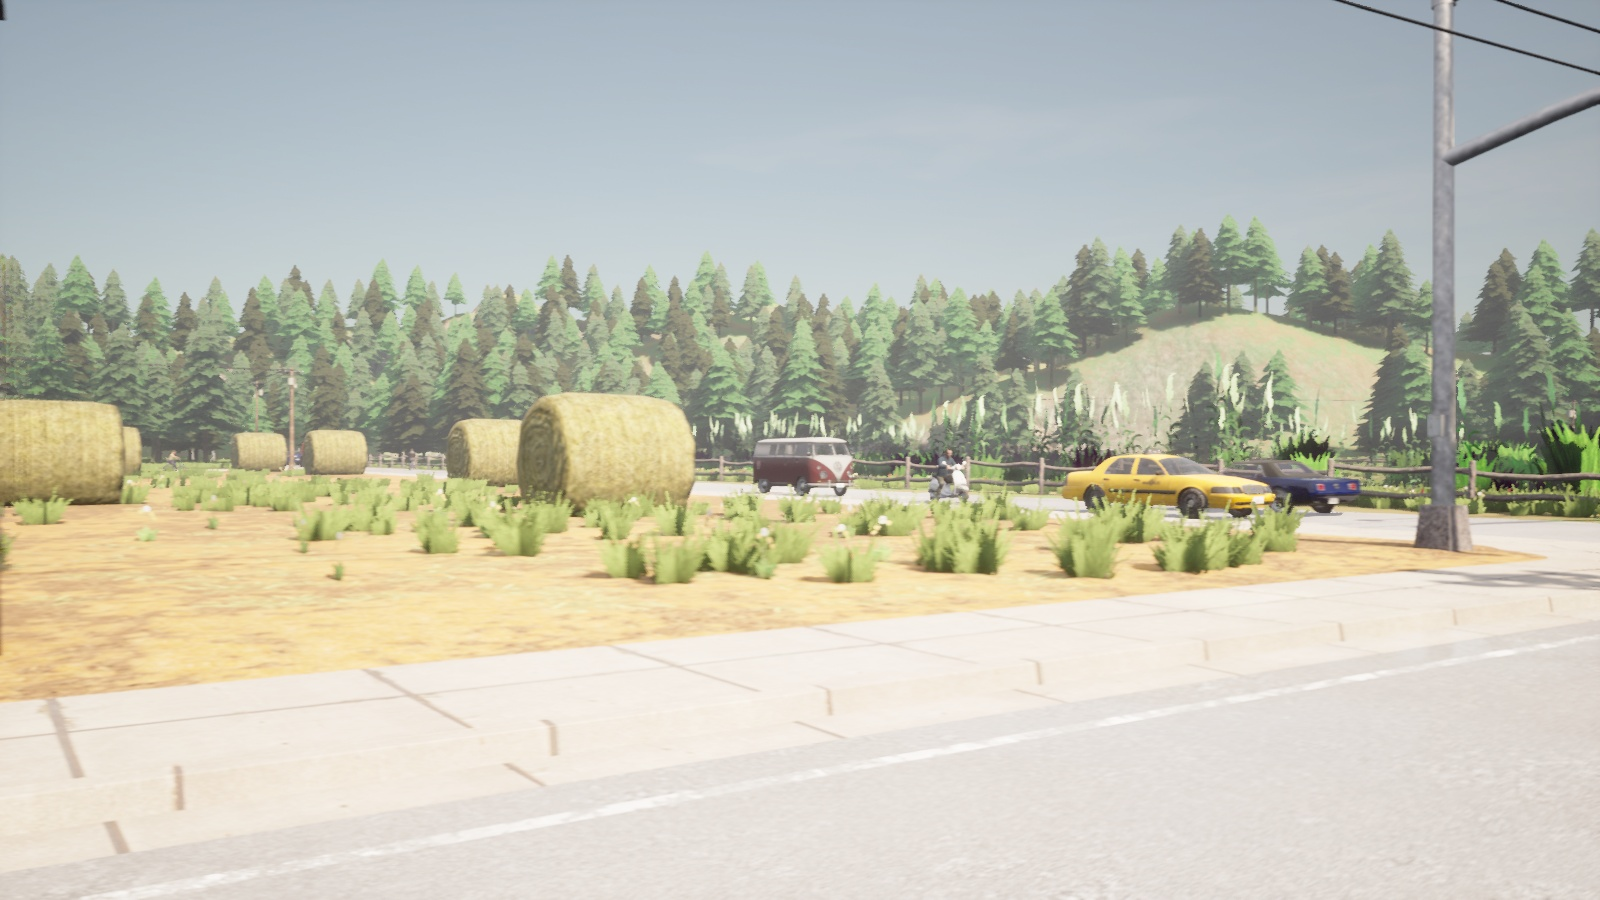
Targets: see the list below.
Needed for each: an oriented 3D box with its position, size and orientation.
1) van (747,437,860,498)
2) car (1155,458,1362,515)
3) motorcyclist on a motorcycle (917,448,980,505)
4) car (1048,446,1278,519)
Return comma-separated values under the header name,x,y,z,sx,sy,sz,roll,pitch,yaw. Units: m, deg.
name,x,y,z,sx,sy,sz,roll,pitch,yaw
van,0.066,0.568,42.982,1.775,1.987,4.442,0,0,-32
car,11.361,0.863,31.455,1.895,1.301,4.718,0,0,-32
motorcyclist on a motorcycle,4.264,0.743,36.230,0.866,1.590,1.817,0,0,-32
car,8.385,0.704,29.592,1.801,1.575,5.366,0,0,-32
